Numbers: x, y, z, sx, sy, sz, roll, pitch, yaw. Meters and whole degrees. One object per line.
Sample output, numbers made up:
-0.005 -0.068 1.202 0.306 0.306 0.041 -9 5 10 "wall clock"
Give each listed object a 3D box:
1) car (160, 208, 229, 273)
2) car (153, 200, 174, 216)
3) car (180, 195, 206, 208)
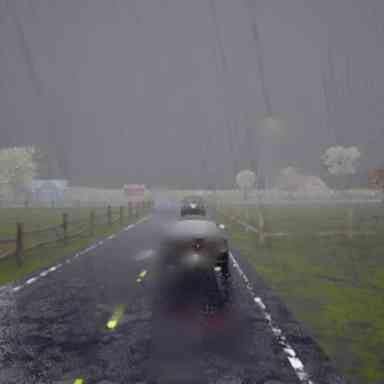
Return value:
0.083 1.514 10.860 1.882 1.535 5.008 0 0 0 "car"
-2.841 1.597 33.954 1.882 1.535 5.008 0 0 0 "car"
0.101 1.327 30.250 2.150 2.045 5.566 0 0 0 "car"
